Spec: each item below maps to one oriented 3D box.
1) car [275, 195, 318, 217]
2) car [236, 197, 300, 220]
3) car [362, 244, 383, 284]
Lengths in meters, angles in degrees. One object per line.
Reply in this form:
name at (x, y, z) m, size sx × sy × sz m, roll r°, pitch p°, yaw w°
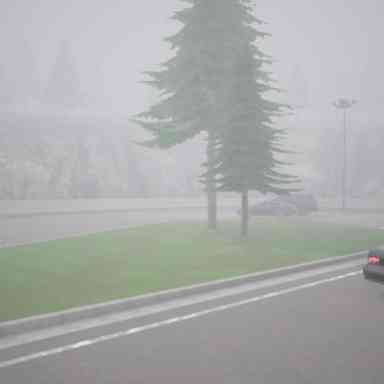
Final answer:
car at (8.554, 1.123, 30.392) m, size 5.566 × 2.045 × 2.150 m, roll 0°, pitch -1°, yaw 24°
car at (6.053, 1.402, 27.327) m, size 4.902 × 1.511 × 2.128 m, roll 0°, pitch 0°, yaw 19°
car at (6.288, 1.525, 8.153) m, size 5.357 × 1.411 × 2.033 m, roll 0°, pitch 0°, yaw -36°
